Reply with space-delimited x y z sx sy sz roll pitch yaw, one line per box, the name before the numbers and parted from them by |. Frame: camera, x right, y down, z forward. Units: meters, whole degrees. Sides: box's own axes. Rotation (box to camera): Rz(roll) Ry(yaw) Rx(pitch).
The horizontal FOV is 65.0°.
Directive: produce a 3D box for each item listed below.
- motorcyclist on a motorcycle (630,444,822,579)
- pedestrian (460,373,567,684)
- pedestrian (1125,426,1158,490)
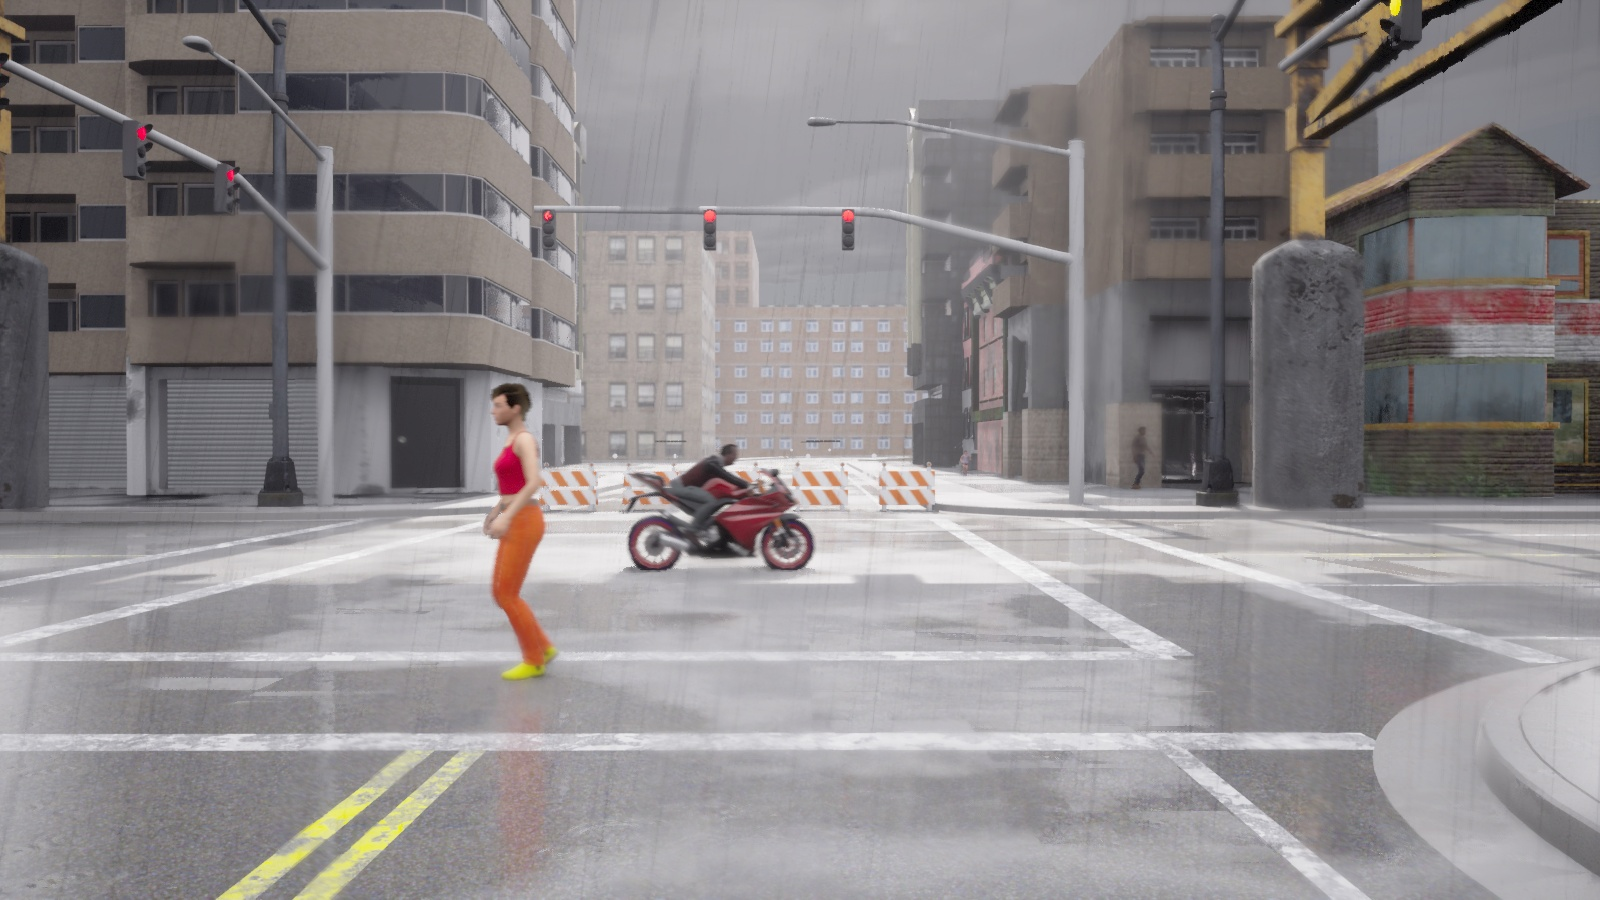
motorcyclist on a motorcycle | -0.845 0.698 14.742 2.191 1.530 0.866 0 0 0
pedestrian | -1.750 0.462 7.672 0.594 1.836 0.345 0 0 -21
pedestrian | 9.704 0.218 35.688 0.328 1.805 0.869 0 0 -39
